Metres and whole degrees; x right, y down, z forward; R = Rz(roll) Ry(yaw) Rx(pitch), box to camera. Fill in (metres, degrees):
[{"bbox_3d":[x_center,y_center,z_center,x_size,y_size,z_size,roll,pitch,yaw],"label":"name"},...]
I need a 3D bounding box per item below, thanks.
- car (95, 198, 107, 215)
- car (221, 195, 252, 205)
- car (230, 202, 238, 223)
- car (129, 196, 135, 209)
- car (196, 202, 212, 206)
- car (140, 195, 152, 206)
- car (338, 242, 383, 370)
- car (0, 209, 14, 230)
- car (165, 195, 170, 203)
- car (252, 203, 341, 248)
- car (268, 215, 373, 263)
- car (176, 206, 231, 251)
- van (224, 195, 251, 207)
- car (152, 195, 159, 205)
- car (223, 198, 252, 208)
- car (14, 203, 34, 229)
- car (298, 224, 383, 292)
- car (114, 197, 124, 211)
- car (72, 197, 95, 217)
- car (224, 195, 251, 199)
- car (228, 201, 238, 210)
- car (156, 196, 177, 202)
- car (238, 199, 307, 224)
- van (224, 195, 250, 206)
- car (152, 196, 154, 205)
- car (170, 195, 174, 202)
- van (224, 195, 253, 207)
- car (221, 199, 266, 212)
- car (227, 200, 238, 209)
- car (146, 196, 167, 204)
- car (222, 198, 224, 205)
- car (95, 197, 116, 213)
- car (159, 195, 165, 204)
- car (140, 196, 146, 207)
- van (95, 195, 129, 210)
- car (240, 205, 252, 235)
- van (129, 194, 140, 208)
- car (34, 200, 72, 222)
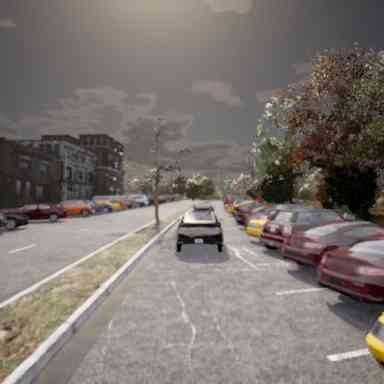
[{"bbox_3d":[-11.998,1.700,35.874,4.892,1.521,2.231,-1,0,-16],"label":"car"},{"bbox_3d":[8.900,1.607,66.315,5.566,2.045,2.435,1,-1,-15],"label":"car"},{"bbox_3d":[5.390,1.608,21.885,5.008,1.535,2.097,1,-1,-17],"label":"car"},{"bbox_3d":[-11.049,1.801,47.881,4.792,1.488,2.163,-1,0,-15],"label":"car"},{"bbox_3d":[1.091,1.681,29.732,1.837,1.490,4.892,0,0,4],"label":"car"},{"bbox_3d":[-10.254,1.573,56.872,5.566,2.045,2.435,-1,0,-15],"label":"car"},{"bbox_3d":[4.692,1.504,4.060,5.366,1.575,1.946,1,0,-19],"label":"car"},{"bbox_3d":[-13.045,1.335,17.794,5.566,2.045,2.435,-1,-1,-18],"label":"car"},{"bbox_3d":[-8.600,1.677,74.860,5.566,2.045,2.435,-1,-1,-15],"label":"car"},{"bbox_3d":[5.023,1.434,13.000,4.553,1.767,2.185,1,-1,-18],"label":"car"},{"bbox_3d":[4.967,1.583,10.047,4.674,1.452,2.002,1,-1,-18],"label":"car"},{"bbox_3d":[0.359,1.578,14.528,2.128,1.511,4.902,0,0,2],"label":"car"},{"bbox_3d":[8.237,1.597,60.342,4.442,1.987,1.878,1,0,-15],"label":"van"},{"bbox_3d":[-9.721,1.607,62.857,5.566,2.045,2.435,-1,0,-15],"label":"car"},{"bbox_3d":[6.095,1.675,33.714,5.008,1.535,2.097,1,-1,-16],"label":"car"},{"bbox_3d":[-12.942,1.605,20.799,5.008,1.535,2.097,-1,-1,-18],"label":"car"},{"bbox_3d":[4.907,1.567,7.087,4.674,1.452,2.002,1,-1,-19],"label":"car"},{"bbox_3d":[-11.712,1.735,41.833,5.366,1.575,1.946,-1,0,-15],"label":"car"},{"bbox_3d":[-12.206,1.554,32.862,4.553,1.767,2.185,-1,0,-16],"label":"car"},{"bbox_3d":[6.293,1.565,36.665,4.553,1.767,2.185,1,-1,-16],"label":"car"},{"bbox_3d":[5.519,1.654,24.827,4.792,1.488,2.163,1,0,-17],"label":"car"},{"bbox_3d":[-7.134,2.006,92.815,5.366,1.575,1.946,-1,0,-15],"label":"car"},{"bbox_3d":[5.297,1.468,18.932,4.553,1.767,2.185,1,0,-17],"label":"car"},{"bbox_3d":[8.497,1.614,63.308,4.442,1.987,1.878,1,0,-15],"label":"van"},{"bbox_3d":[-9.962,1.841,59.876,5.008,1.535,2.097,-1,-1,-15],"label":"car"},{"bbox_3d":[-7.798,1.981,83.837,5.008,1.535,2.097,-1,-1,-15],"label":"car"},{"bbox_3d":[7.977,1.581,57.375,4.442,1.987,1.878,1,0,-15],"label":"van"},{"bbox_3d":[6.616,1.719,42.536,5.366,1.575,1.946,1,0,-15],"label":"car"},{"bbox_3d":[5.747,1.672,27.813,4.792,1.488,2.163,1,-1,-16],"label":"car"},{"bbox_3d":[-8.319,1.820,77.842,4.553,1.767,2.185,-1,0,-15],"label":"car"},{"bbox_3d":[6.546,1.709,39.631,4.892,1.521,2.231,1,-1,-15],"label":"car"},{"bbox_3d":[-11.788,1.717,38.885,5.008,1.535,2.097,-1,-1,-16],"label":"car"},{"bbox_3d":[-9.137,1.642,68.870,5.566,2.045,2.435,-1,-1,-15],"label":"car"},{"bbox_3d":[-10.494,1.806,53.889,5.008,1.535,2.097,-1,-1,-15],"label":"car"},{"bbox_3d":[-11.173,1.526,44.926,4.442,1.987,1.878,-1,-1,-15],"label":"van"},{"bbox_3d":[5.325,1.576,16.026,5.366,1.575,1.946,1,-1,-18],"label":"car"},{"bbox_3d":[-10.649,1.561,50.928,4.442,1.987,1.878,-1,-1,-15],"label":"van"},{"bbox_3d":[-12.613,1.642,26.828,5.008,1.535,2.097,-1,0,-17],"label":"car"}]
